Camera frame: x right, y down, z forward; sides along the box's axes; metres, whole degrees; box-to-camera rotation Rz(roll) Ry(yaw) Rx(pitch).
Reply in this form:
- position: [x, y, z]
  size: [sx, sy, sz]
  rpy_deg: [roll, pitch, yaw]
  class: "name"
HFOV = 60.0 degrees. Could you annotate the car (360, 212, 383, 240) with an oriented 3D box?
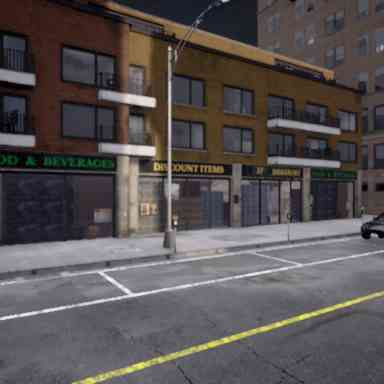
- position: [9.732, 1.519, 15.539]
  size: [4.313, 1.339, 1.947]
  rpy_deg: [0, 0, -32]
  class: "car"
